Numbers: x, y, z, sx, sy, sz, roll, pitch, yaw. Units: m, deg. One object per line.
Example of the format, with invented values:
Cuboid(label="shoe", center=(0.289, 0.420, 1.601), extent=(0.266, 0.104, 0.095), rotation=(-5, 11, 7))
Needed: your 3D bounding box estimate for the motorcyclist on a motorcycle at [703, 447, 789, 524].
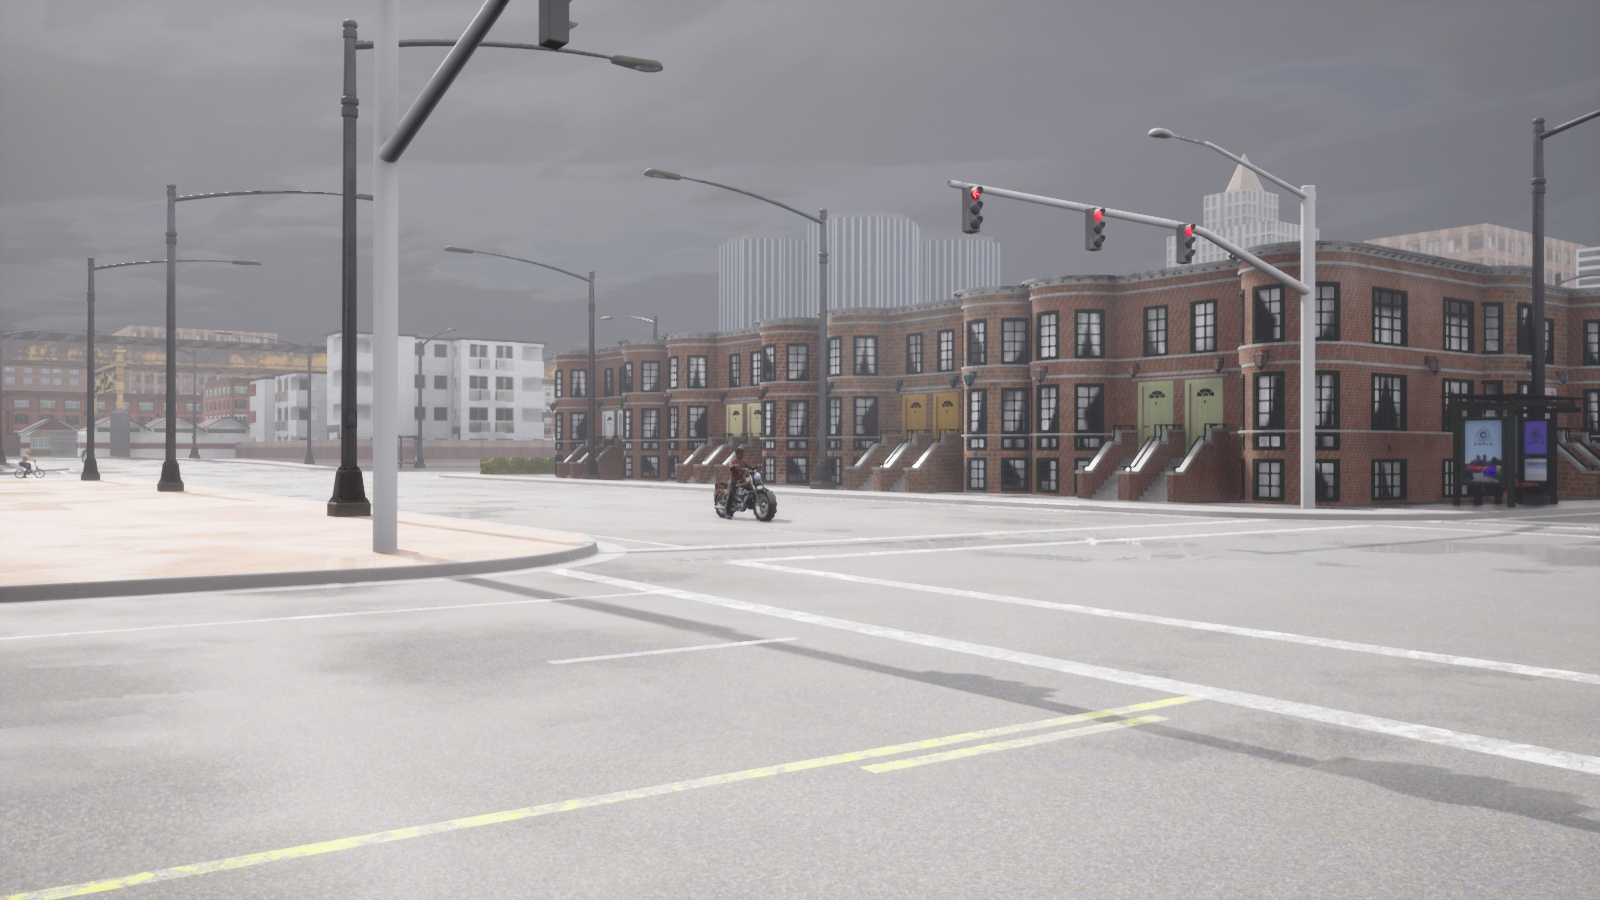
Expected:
Cuboid(label="motorcyclist on a motorcycle", center=(-1.230, 0.764, 27.989), extent=(0.766, 1.649, 2.350), rotation=(0, 0, -35))
